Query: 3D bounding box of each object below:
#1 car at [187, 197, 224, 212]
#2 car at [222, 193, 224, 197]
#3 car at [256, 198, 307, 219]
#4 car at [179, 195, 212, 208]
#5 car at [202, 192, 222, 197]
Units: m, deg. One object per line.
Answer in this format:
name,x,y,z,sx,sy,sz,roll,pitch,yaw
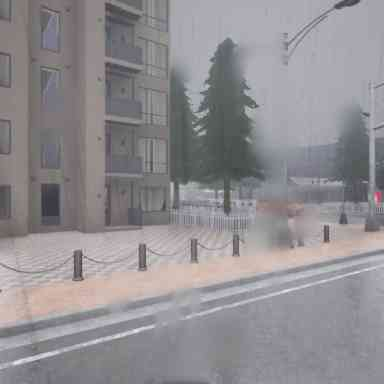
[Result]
car,1.823,1.579,37.593,1.994,1.385,4.181,0,0,-37
car,7.454,1.092,94.739,1.905,1.878,3.866,0,0,-37
car,7.869,1.367,29.606,2.097,1.767,4.553,0,0,-37
car,-0.131,1.563,46.262,2.033,1.411,5.357,0,0,-37
car,5.368,1.113,92.674,1.932,1.855,4.605,0,0,-37
